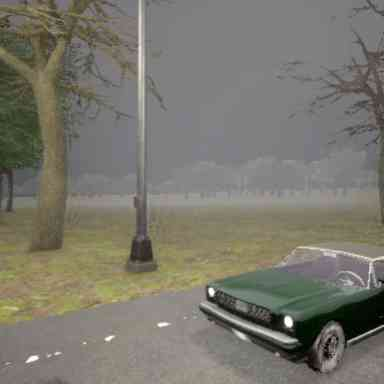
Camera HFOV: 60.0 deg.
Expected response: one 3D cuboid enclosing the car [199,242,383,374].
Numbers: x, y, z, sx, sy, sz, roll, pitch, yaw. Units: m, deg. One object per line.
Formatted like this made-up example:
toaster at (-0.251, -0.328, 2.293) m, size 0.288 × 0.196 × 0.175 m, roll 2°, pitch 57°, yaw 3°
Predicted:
car at (2.457, 1.619, 5.744) m, size 4.718 × 1.301 × 1.895 m, roll 0°, pitch 0°, yaw -36°
